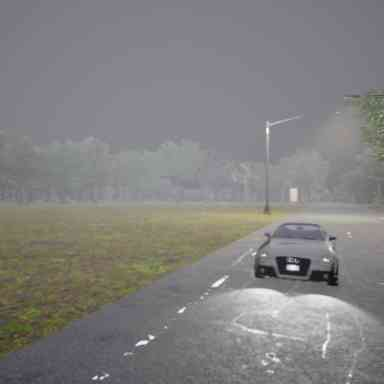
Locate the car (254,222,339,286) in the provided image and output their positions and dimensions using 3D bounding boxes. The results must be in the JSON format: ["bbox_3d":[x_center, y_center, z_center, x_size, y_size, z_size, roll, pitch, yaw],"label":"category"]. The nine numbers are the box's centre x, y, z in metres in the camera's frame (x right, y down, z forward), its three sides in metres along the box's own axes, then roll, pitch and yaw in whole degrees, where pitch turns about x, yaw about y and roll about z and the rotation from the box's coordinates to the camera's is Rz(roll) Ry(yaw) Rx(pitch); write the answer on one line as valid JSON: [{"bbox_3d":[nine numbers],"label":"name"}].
[{"bbox_3d":[3.123,1.598,9.620,1.994,1.385,4.181,0,0,22],"label":"car"}]
